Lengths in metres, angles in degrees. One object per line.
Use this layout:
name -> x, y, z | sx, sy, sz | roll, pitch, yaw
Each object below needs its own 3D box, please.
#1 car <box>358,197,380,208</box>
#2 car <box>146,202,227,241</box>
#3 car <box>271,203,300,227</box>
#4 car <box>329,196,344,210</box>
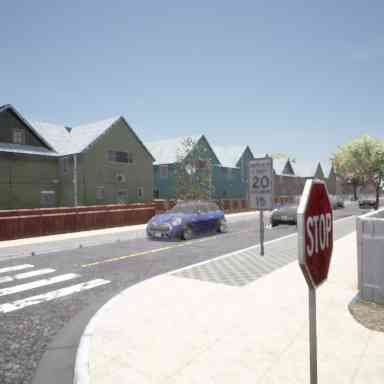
car -> 22.339, 1.265, 41.791 | 1.895, 1.301, 4.718 | -2, -1, 37
car -> -0.179, 1.315, 16.655 | 2.097, 1.767, 4.553 | -2, -1, 37
car -> 6.500, 1.394, 20.646 | 1.994, 1.385, 4.181 | -2, -1, 37
car -> 16.107, 1.264, 38.319 | 2.128, 1.511, 4.902 | -2, -1, 37
